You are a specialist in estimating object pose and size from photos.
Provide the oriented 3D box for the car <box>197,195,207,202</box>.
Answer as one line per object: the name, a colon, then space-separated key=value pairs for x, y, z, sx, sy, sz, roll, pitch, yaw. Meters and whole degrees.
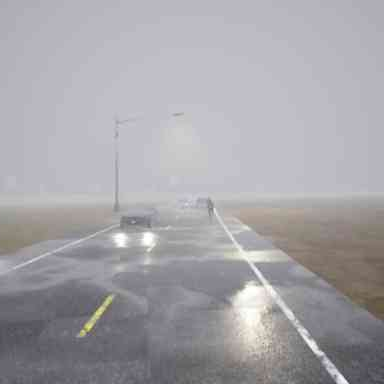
car: x=2.265 y=1.368 z=74.501 sx=2.128 sy=1.511 sz=4.902 roll=0 pitch=0 yaw=2

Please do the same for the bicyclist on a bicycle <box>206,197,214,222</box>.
bicyclist on a bicycle: x=1.360 y=1.398 z=24.057 sx=0.582 sy=1.620 sz=1.656 roll=0 pitch=0 yaw=2

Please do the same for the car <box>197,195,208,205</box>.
car: x=1.767 y=1.349 z=57.323 sx=1.882 sy=1.535 sz=5.008 roll=0 pitch=0 yaw=2

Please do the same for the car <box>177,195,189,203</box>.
car: x=-1.648 y=1.385 z=62.673 sx=1.812 sy=1.442 sz=4.674 roll=0 pitch=0 yaw=3

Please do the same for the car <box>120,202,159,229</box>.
car: x=-3.275 y=1.427 z=21.440 sx=1.882 sy=1.535 sz=5.008 roll=0 pitch=0 yaw=2
